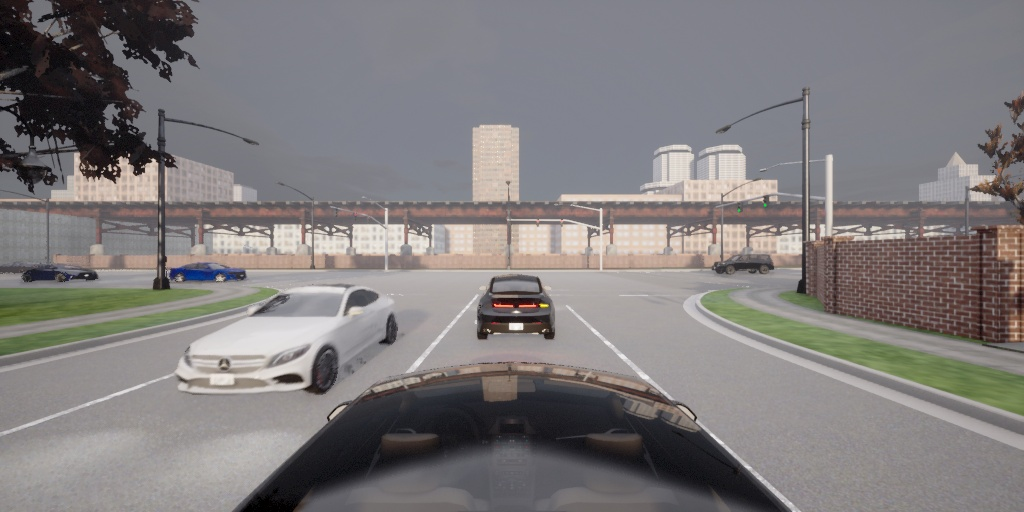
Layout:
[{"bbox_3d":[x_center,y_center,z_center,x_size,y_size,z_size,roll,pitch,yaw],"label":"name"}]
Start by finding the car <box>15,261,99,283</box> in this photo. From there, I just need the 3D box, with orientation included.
[{"bbox_3d":[-34.643,1.314,27.573,4.181,1.385,1.994,0,0,2],"label":"car"}]

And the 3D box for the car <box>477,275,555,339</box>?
[{"bbox_3d":[0.094,1.256,10.049,1.837,1.490,4.892,0,0,0],"label":"car"}]

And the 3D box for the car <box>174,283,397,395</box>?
[{"bbox_3d":[-3.602,1.275,6.785,1.812,1.442,4.674,0,0,0],"label":"car"}]

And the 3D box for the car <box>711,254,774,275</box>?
[{"bbox_3d":[23.557,0.835,36.650,5.566,2.045,2.150,-1,0,3],"label":"car"}]

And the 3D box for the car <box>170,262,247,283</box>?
[{"bbox_3d":[-22.953,1.228,27.219,5.008,1.535,1.882,0,0,2],"label":"car"}]
